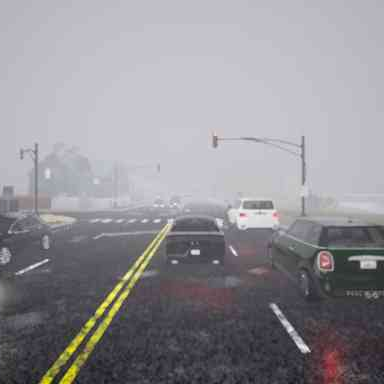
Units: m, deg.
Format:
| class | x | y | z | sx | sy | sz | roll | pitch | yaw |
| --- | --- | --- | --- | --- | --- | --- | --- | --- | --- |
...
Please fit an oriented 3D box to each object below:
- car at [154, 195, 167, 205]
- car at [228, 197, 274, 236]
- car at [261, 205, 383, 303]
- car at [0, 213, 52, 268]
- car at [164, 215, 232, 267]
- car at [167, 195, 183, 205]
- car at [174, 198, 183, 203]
| class | x | y | z | sx | sy | sz | roll | pitch | yaw |
| --- | --- | --- | --- | --- | --- | --- | --- | --- | --- |
| car | -6.520 | 1.921 | 66.862 | 1.994 | 1.385 | 4.181 | 0 | 0 | 0 |
| car | 3.345 | 1.313 | 19.083 | 2.150 | 2.045 | 5.566 | 0 | 0 | 0 |
| car | 3.348 | 1.395 | 8.443 | 2.097 | 1.767 | 4.553 | 0 | 0 | 0 |
| car | -6.587 | 1.560 | 11.601 | 1.837 | 1.490 | 4.892 | 0 | 0 | 0 |
| car | 0.098 | 1.533 | 11.722 | 1.882 | 1.535 | 5.008 | 0 | 0 | 0 |
| car | -3.269 | 1.583 | 66.833 | 2.150 | 2.045 | 5.566 | 0 | 0 | 0 |
| car | -3.269 | 2.059 | 82.303 | 1.895 | 1.301 | 4.718 | 0 | 0 | 0 |
